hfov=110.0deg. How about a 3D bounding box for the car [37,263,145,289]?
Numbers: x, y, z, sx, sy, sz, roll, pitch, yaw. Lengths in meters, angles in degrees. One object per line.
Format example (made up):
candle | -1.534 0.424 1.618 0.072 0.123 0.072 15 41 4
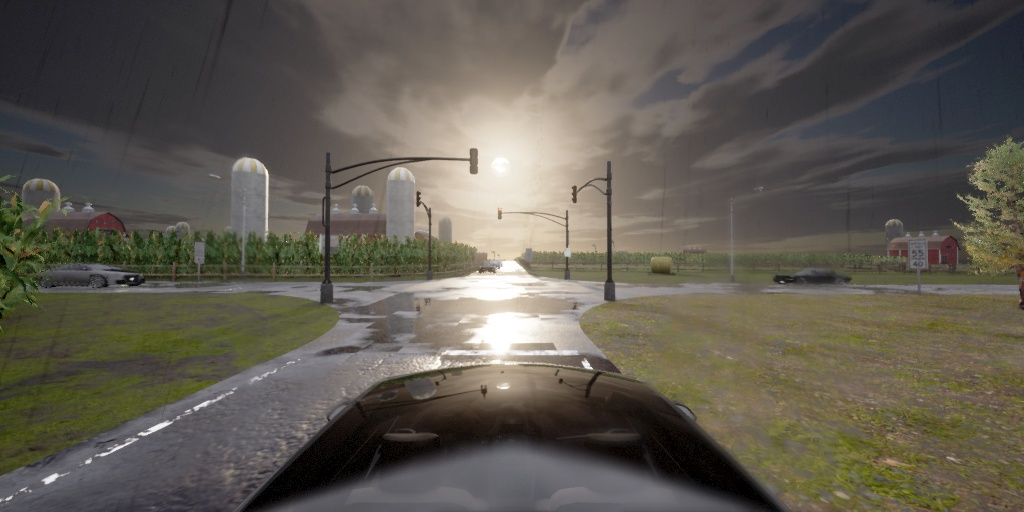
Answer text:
car | -23.337 1.098 20.032 4.181 1.385 1.994 0 -1 -3

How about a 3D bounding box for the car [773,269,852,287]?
car | 22.205 1.610 26.649 4.718 1.301 1.895 1 -1 -4

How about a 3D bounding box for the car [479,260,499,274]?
car | -2.770 1.384 41.067 1.895 1.301 4.718 0 0 -1

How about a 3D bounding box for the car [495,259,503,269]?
car | -2.847 1.332 56.889 1.812 1.442 4.674 0 0 0
